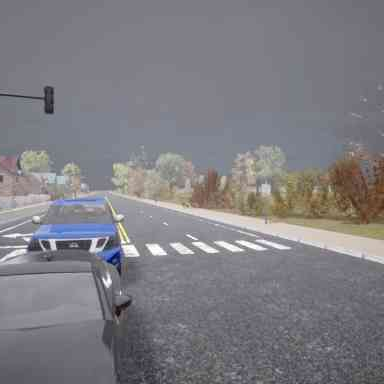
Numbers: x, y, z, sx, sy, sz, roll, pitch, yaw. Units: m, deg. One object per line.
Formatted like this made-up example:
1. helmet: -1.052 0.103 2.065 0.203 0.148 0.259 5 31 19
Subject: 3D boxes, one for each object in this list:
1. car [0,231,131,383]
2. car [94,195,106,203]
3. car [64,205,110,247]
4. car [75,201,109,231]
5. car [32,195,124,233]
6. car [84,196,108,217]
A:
1. car: -1.740 1.524 3.956 1.812 1.442 4.674 0 0 -12
2. car: -18.543 1.427 67.021 2.128 1.511 4.902 0 0 -15
3. car: -4.968 1.498 16.135 1.837 1.490 4.892 0 0 -15
4. car: -6.505 1.468 21.889 1.882 1.535 5.008 0 0 -15
5. car: -3.345 1.218 10.054 2.150 2.045 5.566 0 0 -15
6. car: -9.174 1.333 31.908 2.097 1.767 4.553 0 0 -15
